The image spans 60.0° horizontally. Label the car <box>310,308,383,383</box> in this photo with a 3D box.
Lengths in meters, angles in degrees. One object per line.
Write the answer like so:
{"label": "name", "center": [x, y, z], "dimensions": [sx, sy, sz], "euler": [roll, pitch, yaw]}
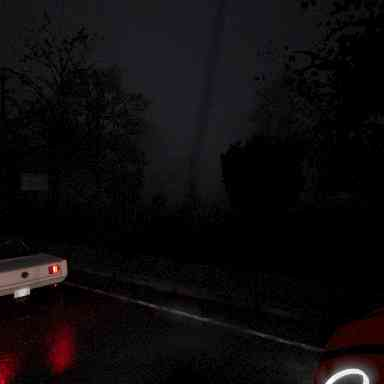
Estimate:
{"label": "car", "center": [3.029, 1.352, 1.867], "dimensions": [4.553, 1.767, 2.097], "euler": [0, 0, 35]}

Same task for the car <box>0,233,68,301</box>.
{"label": "car", "center": [-4.995, 1.601, 7.542], "dimensions": [4.718, 1.301, 1.895], "euler": [0, 0, 35]}
